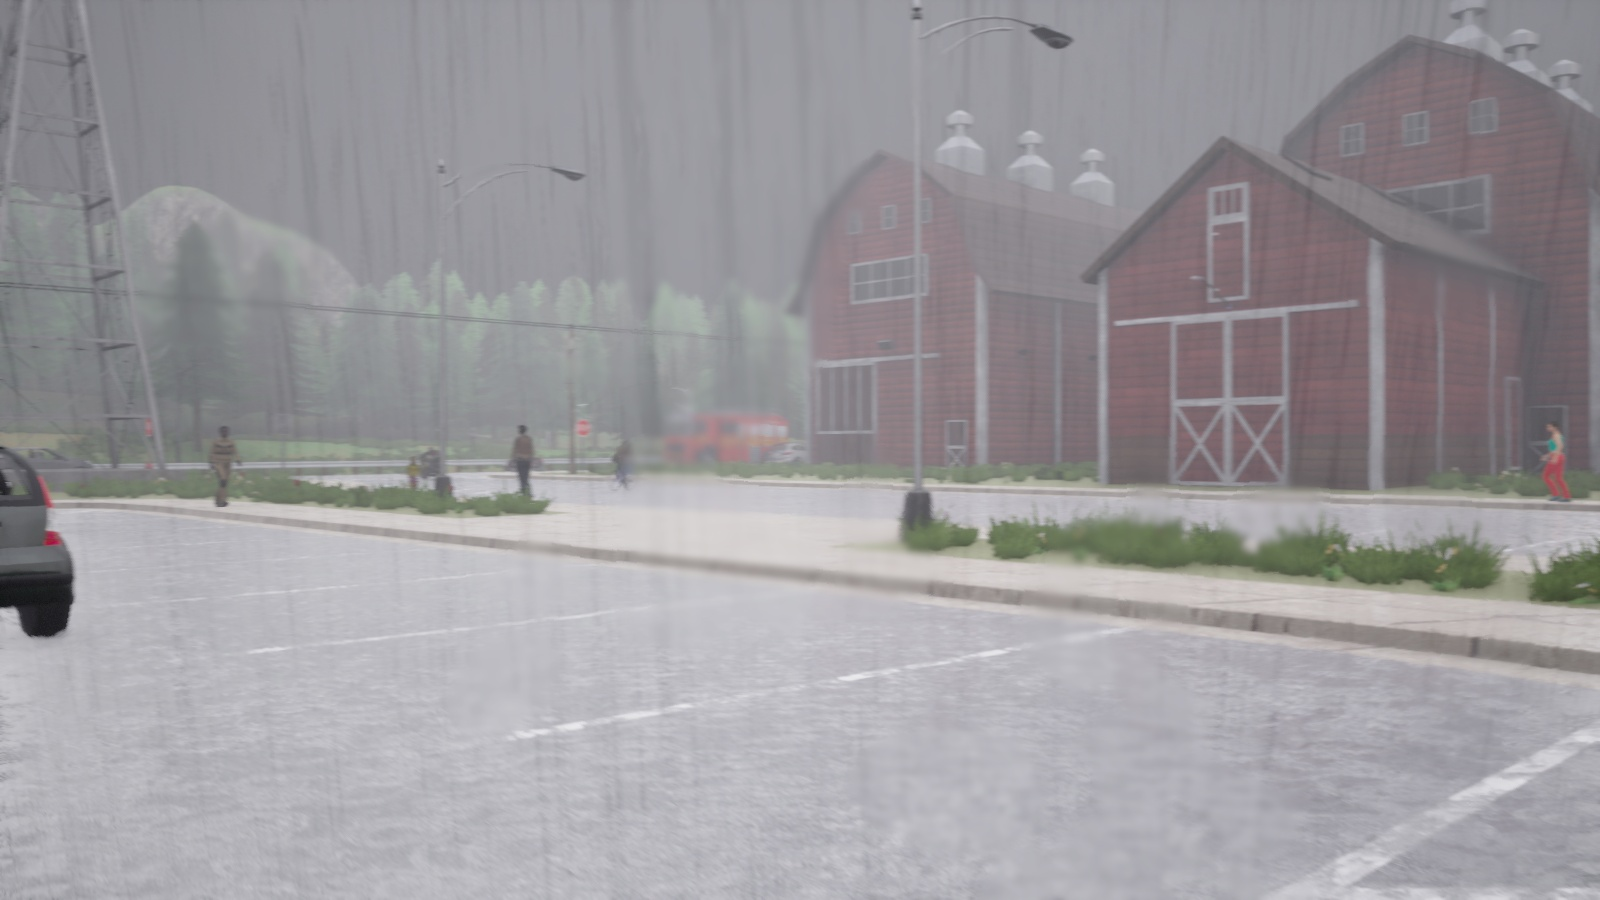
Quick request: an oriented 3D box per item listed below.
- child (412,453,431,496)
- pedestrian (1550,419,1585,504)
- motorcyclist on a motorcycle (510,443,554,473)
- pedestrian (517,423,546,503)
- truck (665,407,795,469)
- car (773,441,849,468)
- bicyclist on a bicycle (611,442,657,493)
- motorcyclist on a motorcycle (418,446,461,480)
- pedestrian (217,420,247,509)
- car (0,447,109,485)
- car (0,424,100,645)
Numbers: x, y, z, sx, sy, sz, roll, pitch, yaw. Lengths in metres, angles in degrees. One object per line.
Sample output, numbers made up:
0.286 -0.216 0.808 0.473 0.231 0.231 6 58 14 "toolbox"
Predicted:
-10.214 0.664 33.916 0.299 1.160 0.473 0 0 -43 "child"
16.896 0.252 27.655 0.345 1.836 0.594 0 0 -43 "pedestrian"
-15.125 0.437 70.922 2.350 1.649 0.766 -1 0 -43 "motorcyclist on a motorcycle"
-6.225 0.296 29.099 0.328 1.805 0.869 0 0 -35 "pedestrian"
-4.432 -0.742 80.956 8.468 3.827 2.891 0 0 -43 "truck"
0.731 0.256 81.003 4.611 1.667 2.242 0 0 -43 "car"
-5.374 0.544 40.564 0.582 1.620 1.656 0 1 -44 "bicyclist on a bicycle"
-16.318 0.583 56.804 2.191 1.530 0.866 0 0 45 "motorcyclist on a motorcycle"
-12.442 0.314 27.486 0.396 1.930 0.692 0 0 -42 "pedestrian"
-30.630 0.614 51.570 3.633 1.501 1.845 0 0 -43 "car"
-7.417 0.617 10.441 1.851 1.617 3.988 0 0 -43 "car"
